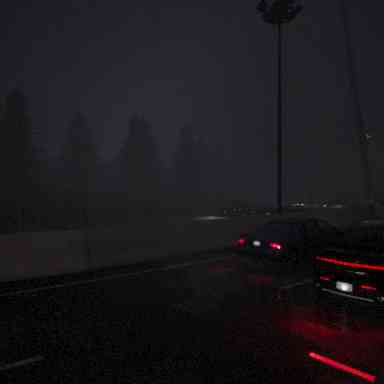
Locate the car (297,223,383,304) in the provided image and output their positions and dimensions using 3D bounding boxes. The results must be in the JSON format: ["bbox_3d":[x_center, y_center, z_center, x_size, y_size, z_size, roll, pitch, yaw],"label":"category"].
[{"bbox_3d":[4.696,1.525,7.782,4.892,1.490,1.837,0,0,-40],"label":"car"}]

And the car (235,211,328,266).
[{"bbox_3d":[3.792,1.580,11.537,5.357,1.411,2.033,0,0,-42],"label":"car"}]

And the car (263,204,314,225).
[{"bbox_3d":[7.452,1.671,25.402,1.895,1.301,4.718,0,0,41],"label":"car"}]

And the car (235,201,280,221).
[{"bbox_3d":[5.759,1.607,28.819,1.812,1.442,4.674,0,0,40],"label":"car"}]
